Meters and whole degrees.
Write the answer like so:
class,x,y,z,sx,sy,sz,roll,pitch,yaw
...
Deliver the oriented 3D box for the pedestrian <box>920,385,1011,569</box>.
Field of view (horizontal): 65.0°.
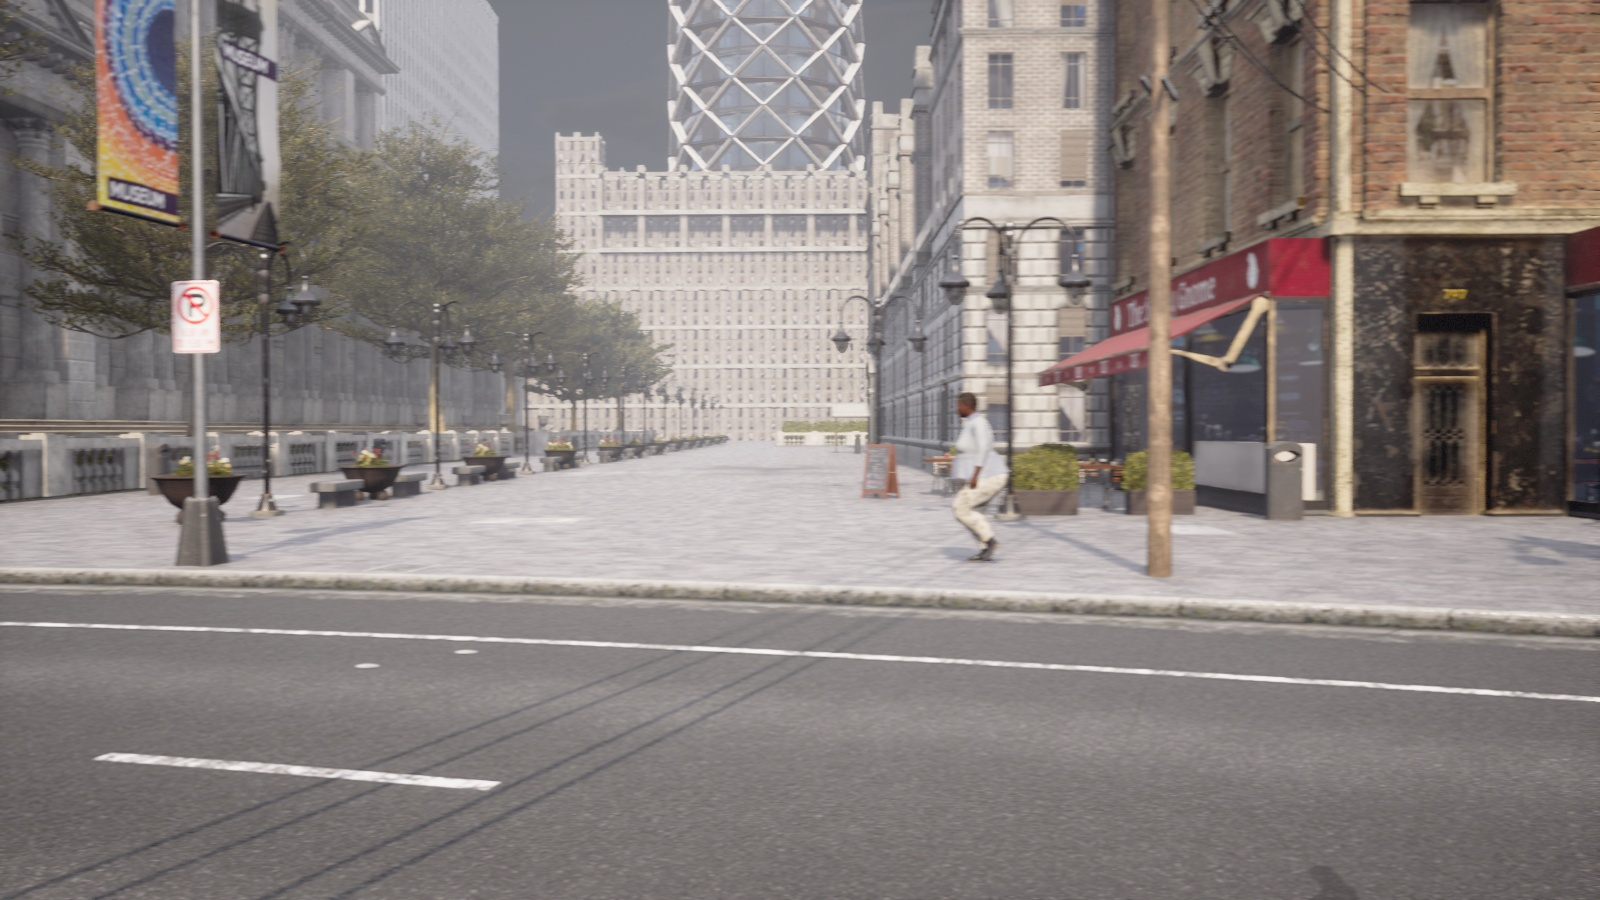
class,x,y,z,sx,sy,sz,roll,pitch,yaw
pedestrian,1.735,0.265,13.176,0.900,1.855,0.874,0,1,8
